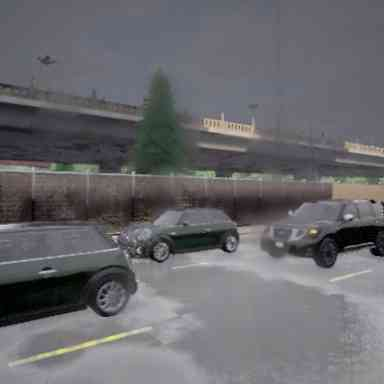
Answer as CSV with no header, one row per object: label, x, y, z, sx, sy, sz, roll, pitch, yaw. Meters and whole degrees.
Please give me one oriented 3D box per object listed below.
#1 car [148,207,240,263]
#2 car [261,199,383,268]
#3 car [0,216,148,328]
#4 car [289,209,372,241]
car,-0.422,1.384,12.273,4.553,1.767,2.097,0,0,-35
car,4.946,1.272,11.789,5.566,2.045,2.150,0,0,-35
car,-3.349,1.355,5.889,4.553,1.767,2.097,0,0,-35
car,7.560,1.678,17.951,4.718,1.301,1.895,0,0,-35
